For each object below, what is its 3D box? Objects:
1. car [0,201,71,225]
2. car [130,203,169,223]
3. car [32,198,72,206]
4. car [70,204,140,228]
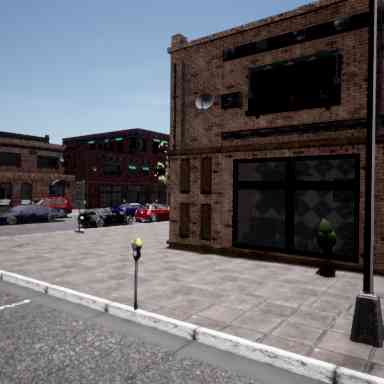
[{"bbox_3d":[-12.464,1.662,25.474,2.033,1.411,5.357,1,0,37],"label":"car"},{"bbox_3d":[-2.930,1.724,28.647,1.967,1.590,4.097,0,0,36],"label":"car"},{"bbox_3d":[-12.968,1.415,29.127,2.192,1.841,5.009,0,0,36],"label":"car"},{"bbox_3d":[-6.212,1.797,24.172,1.947,1.339,4.313,0,0,36],"label":"car"}]
